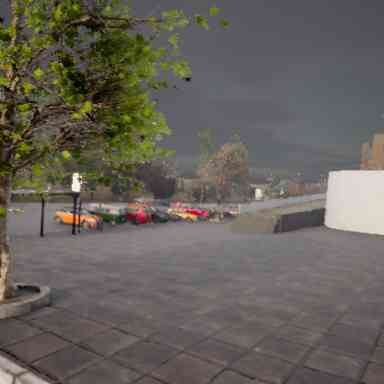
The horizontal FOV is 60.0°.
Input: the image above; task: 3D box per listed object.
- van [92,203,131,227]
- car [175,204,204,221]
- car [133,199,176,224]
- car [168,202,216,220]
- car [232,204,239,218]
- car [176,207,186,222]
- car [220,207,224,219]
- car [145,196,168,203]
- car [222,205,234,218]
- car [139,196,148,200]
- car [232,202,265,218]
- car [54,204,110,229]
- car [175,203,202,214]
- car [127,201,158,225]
[{"bbox_3d":[-9.011,2.320,34.186,4.442,1.987,1.878,6,3,16],"label":"van"},{"bbox_3d":[-1.680,2.921,43.849,5.366,1.575,1.946,6,2,16],"label":"car"},{"bbox_3d":[-5.323,2.485,39.011,5.566,2.045,2.435,6,2,16],"label":"car"},{"bbox_3d":[-0.054,2.743,46.320,5.566,2.045,2.435,6,2,16],"label":"car"},{"bbox_3d":[5.181,3.131,53.630,4.553,1.767,2.185,6,2,16],"label":"car"},{"bbox_3d":[-3.622,2.858,41.467,4.674,1.452,2.002,6,2,16],"label":"car"},{"bbox_3d":[1.669,3.108,48.770,4.792,1.488,2.163,6,2,16],"label":"car"},{"bbox_3d":[-6.017,2.078,61.753,1.994,1.385,4.181,6,2,36],"label":"car"},{"bbox_3d":[3.395,3.166,51.203,4.892,1.521,2.231,6,2,16],"label":"car"},{"bbox_3d":[-8.971,1.570,62.721,2.097,1.767,4.553,6,2,36],"label":"car"},{"bbox_3d":[10.435,3.286,60.952,5.566,2.045,2.435,6,2,16],"label":"car"},{"bbox_3d":[-10.732,2.339,31.754,4.553,1.767,2.185,6,2,16],"label":"car"},{"bbox_3d":[-0.531,2.721,54.405,1.837,1.490,4.892,6,2,36],"label":"car"},{"bbox_3d":[-7.148,2.392,36.586,5.566,2.045,2.435,6,3,16],"label":"car"}]
